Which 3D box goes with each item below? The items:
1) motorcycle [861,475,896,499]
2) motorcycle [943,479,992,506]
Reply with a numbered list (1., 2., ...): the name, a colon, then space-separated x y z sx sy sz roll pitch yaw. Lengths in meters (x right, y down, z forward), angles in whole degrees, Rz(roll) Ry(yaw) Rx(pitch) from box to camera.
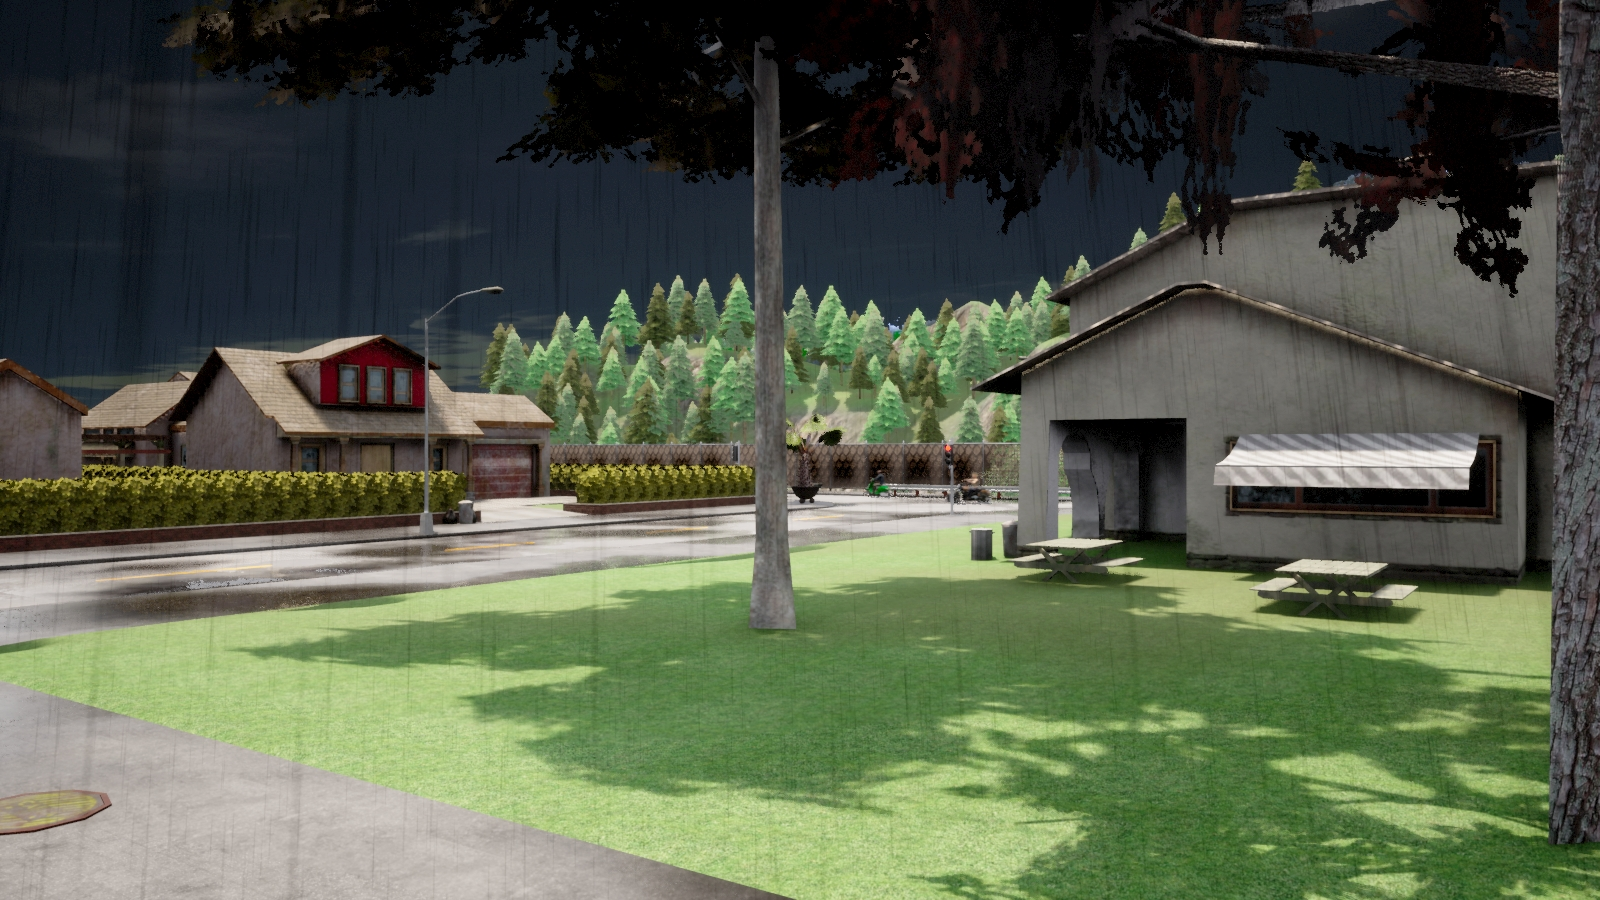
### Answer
1. motorcycle: 4.557 2.142 66.453 1.805 1.316 0.856 0 0 35
2. motorcycle: 8.605 2.155 58.592 2.356 1.307 0.764 0 3 -14
